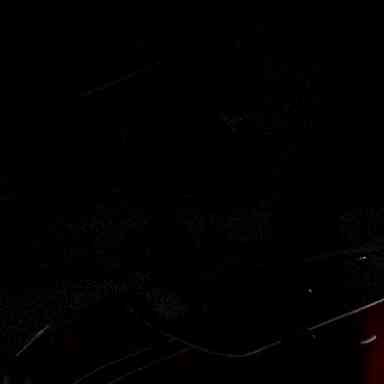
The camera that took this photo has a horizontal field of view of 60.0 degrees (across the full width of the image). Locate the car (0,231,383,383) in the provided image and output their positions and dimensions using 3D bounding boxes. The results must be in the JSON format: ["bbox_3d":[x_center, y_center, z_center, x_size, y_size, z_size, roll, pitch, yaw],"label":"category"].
[{"bbox_3d":[0.554,1.378,3.466,4.553,1.767,2.097,1,0,-35],"label":"car"}]
